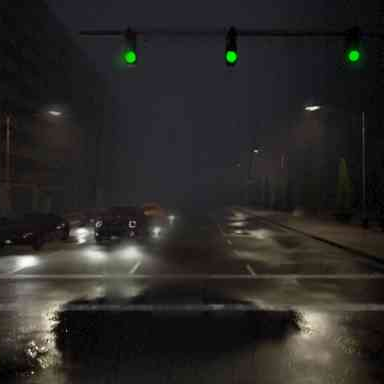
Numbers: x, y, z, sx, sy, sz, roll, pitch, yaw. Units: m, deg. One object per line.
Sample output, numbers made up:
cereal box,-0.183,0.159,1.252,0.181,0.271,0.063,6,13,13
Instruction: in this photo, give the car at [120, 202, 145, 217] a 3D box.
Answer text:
car,-6.555,1.894,37.271,1.812,1.442,4.674,0,-1,2

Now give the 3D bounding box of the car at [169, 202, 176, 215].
car,-2.997,1.865,39.198,1.882,1.535,5.008,0,-1,2

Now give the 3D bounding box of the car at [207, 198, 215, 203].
car,5.529,2.472,95.436,1.837,1.490,4.892,0,-1,1

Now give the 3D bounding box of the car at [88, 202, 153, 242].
car,-3.516,1.510,17.302,2.097,1.767,4.553,0,-1,1

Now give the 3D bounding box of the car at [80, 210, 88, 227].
car,-6.880,1.804,25.013,1.994,1.385,4.181,0,-1,1

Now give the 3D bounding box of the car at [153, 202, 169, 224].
car,-3.318,1.741,27.299,1.882,1.535,5.008,0,-1,2

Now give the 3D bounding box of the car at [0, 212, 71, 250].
car,-7.043,1.662,15.116,1.812,1.442,4.674,0,-1,1
